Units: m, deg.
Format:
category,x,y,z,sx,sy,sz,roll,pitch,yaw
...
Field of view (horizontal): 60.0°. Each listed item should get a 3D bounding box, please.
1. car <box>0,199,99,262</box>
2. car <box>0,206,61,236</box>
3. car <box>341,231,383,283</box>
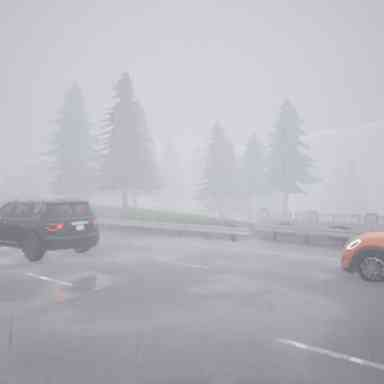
category,x,y,z,sx,sy,sz,roll,pitch,yaw
car,-5.922,1.270,12.531,5.566,2.045,2.150,0,0,34
car,-9.925,1.601,19.675,4.674,1.442,1.812,0,0,36
car,6.181,1.350,8.179,4.553,1.767,2.097,0,0,35
